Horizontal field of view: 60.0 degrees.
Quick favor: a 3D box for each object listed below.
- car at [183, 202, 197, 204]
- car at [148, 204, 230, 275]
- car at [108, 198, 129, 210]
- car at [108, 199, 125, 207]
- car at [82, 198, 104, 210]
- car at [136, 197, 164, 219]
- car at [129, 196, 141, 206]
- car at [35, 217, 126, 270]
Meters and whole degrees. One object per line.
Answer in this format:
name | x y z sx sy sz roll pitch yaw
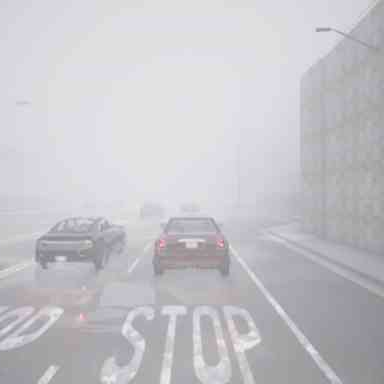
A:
car | -0.230 1.738 33.885 1.882 1.535 5.008 0 0 -1
car | -0.020 1.436 10.857 2.097 1.767 4.553 0 -1 0
car | -11.061 1.883 49.169 1.837 1.490 4.892 0 -1 0
car | -14.636 2.038 64.619 2.033 1.411 5.357 0 0 0
car | -14.559 1.726 49.129 2.097 1.767 4.553 0 0 0
car | -3.714 1.598 32.023 2.097 1.767 4.553 0 0 0
car | -11.146 1.718 64.909 2.150 2.045 5.566 0 0 0
car | -3.523 1.581 11.327 2.128 1.511 4.902 0 0 0
